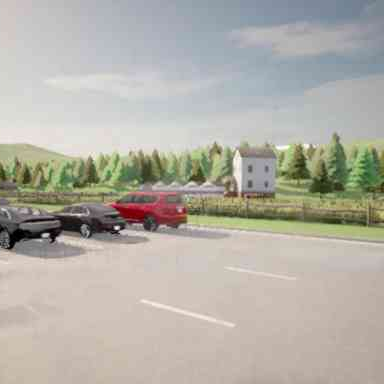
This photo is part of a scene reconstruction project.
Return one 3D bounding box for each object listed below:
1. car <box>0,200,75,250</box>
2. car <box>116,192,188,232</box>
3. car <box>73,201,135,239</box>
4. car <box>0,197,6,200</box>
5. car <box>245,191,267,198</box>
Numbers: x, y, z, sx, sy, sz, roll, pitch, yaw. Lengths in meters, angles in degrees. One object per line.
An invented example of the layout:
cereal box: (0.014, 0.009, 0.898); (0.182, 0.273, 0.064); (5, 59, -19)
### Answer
car: (-7.194, 1.281, 13.217); (4.902, 1.511, 2.128); (1, 1, 35)
car: (-2.801, 1.017, 18.687); (5.566, 2.045, 2.150); (1, 1, 35)
car: (-5.316, 1.292, 16.172); (4.892, 1.490, 1.837); (1, 1, 35)
car: (-17.229, 1.084, 28.717); (4.181, 1.385, 1.994); (1, 1, 35)
car: (13.937, 0.730, 72.857); (4.605, 1.855, 1.932); (1, 1, 35)
